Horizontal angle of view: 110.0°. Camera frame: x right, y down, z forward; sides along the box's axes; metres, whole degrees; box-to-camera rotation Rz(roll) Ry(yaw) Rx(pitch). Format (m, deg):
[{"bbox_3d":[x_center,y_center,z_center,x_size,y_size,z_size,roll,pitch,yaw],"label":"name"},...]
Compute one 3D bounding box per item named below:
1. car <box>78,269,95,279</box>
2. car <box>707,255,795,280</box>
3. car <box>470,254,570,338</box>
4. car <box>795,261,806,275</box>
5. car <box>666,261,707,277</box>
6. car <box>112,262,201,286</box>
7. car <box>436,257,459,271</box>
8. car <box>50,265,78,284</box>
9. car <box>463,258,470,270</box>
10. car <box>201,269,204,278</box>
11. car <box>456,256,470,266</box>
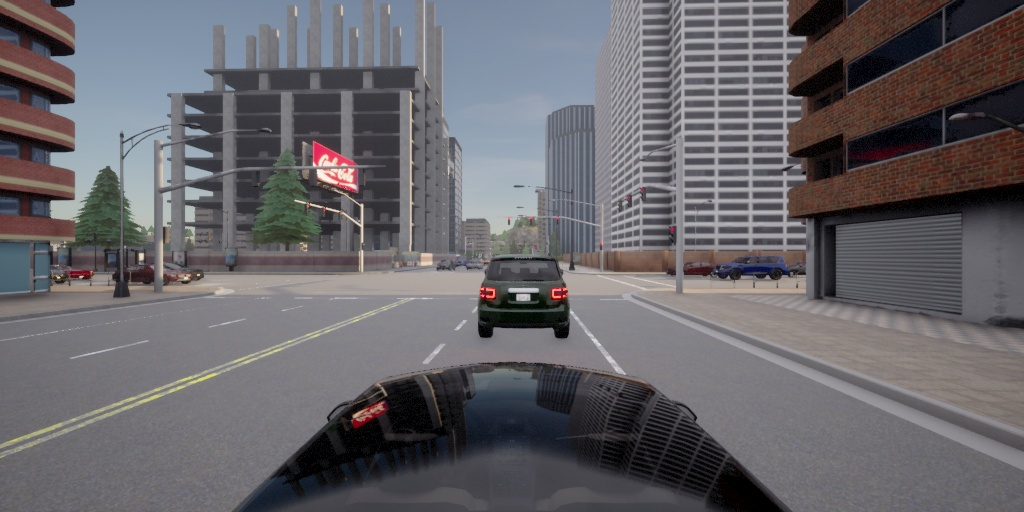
[{"bbox_3d":[-36.499,1.351,28.630,4.718,1.301,1.895,0,0,2],"label":"car"},{"bbox_3d":[20.222,0.971,30.490,5.566,2.045,2.150,0,0,2],"label":"car"},{"bbox_3d":[0.338,0.971,10.294,2.150,2.045,5.566,0,0,2],"label":"car"},{"bbox_3d":[27.236,1.241,33.751,4.902,1.511,2.128,0,0,2],"label":"car"},{"bbox_3d":[17.306,1.228,34.083,5.008,1.535,1.882,0,0,2],"label":"car"},{"bbox_3d":[-24.764,1.276,24.746,4.674,1.442,1.812,0,0,2],"label":"car"},{"bbox_3d":[-8.885,1.255,48.534,1.837,1.490,4.892,0,0,2],"label":"car"},{"bbox_3d":[-34.010,1.255,25.046,4.892,1.490,1.837,0,0,2],"label":"car"},{"bbox_3d":[-5.282,1.351,51.169,1.895,1.301,4.718,0,0,2],"label":"car"},{"bbox_3d":[-27.207,1.228,28.327,5.008,1.535,1.882,0,0,2],"label":"car"},{"bbox_3d":[-8.456,0.969,60.171,2.150,2.045,5.566,0,0,-1],"label":"car"}]
